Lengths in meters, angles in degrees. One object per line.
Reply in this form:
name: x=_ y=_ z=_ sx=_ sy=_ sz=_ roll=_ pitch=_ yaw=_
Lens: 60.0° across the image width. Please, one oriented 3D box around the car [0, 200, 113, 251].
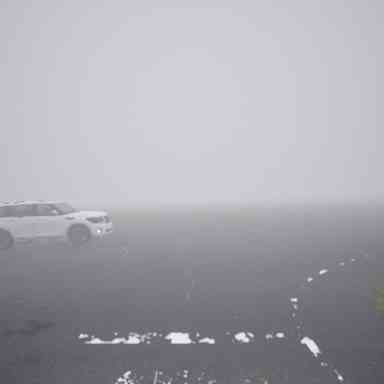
car: x=-6.488 y=1.383 z=14.939 sx=5.566 sy=2.045 sz=2.150 roll=-4 pitch=0 yaw=0
